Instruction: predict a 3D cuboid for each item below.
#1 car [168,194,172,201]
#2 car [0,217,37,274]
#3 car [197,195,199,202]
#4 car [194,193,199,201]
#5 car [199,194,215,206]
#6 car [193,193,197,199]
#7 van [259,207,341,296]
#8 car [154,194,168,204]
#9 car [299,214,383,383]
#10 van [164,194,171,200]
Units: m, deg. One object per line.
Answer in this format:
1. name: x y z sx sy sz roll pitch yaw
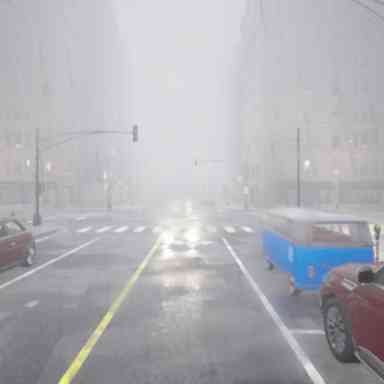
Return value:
1. car: -6.565 1.308 80.347 2.192 1.841 5.009 0 0 -1
2. car: -5.667 1.432 8.361 1.967 1.590 4.097 0 0 0
3. car: 2.331 1.556 63.563 1.802 1.307 4.206 0 0 -1
4. car: 2.083 1.563 74.866 1.802 1.307 4.206 0 0 -1
5. car: 2.578 1.414 52.256 1.967 1.590 4.097 0 0 -1
6. car: 1.959 1.538 80.520 1.887 1.381 4.507 0 0 -1
7. van: 2.859 1.333 8.366 1.690 1.788 3.998 0 0 0
8. car: -6.193 1.414 63.385 1.967 1.590 4.097 0 0 -1
9. car: 2.859 1.312 2.842 2.192 1.841 5.009 0 0 0
10. van: -6.812 1.365 91.658 1.690 1.788 3.998 0 0 -1
